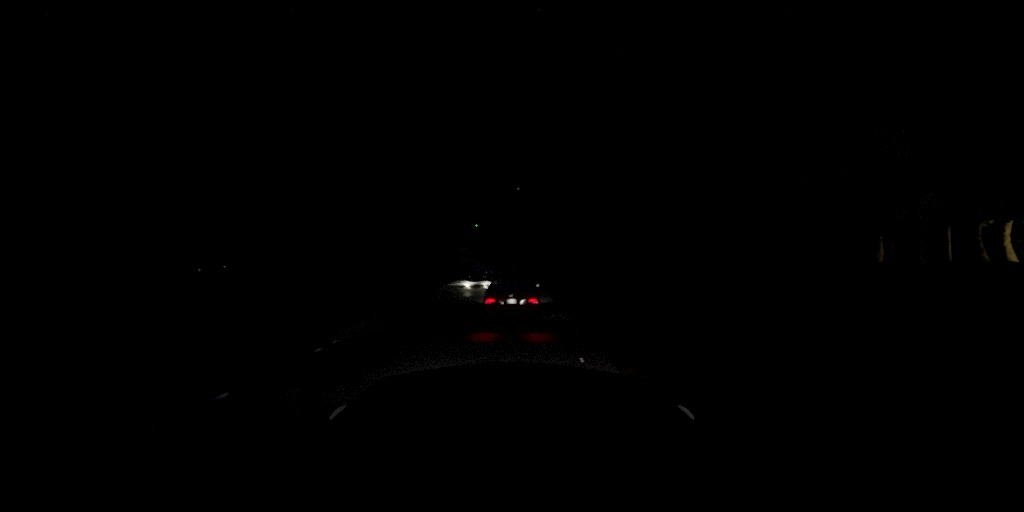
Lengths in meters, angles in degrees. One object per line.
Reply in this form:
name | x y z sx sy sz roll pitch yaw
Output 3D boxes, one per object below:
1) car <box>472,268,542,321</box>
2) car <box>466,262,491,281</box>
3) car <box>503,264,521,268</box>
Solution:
car | 0.010 1.310 12.469 2.033 1.411 5.357 0 0 0
car | -2.838 1.279 31.203 1.882 1.535 5.008 0 -1 0
car | -0.002 1.340 27.539 2.033 1.411 5.357 0 0 0
